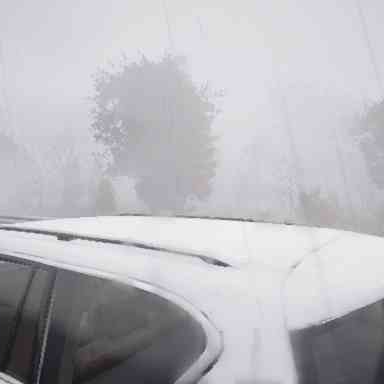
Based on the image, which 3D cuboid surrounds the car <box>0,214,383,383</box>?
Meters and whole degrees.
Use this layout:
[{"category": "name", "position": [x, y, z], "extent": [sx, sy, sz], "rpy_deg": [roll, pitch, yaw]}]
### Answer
[{"category": "car", "position": [-1.078, 1.222, 2.829], "extent": [5.566, 2.045, 2.150], "rpy_deg": [0, 0, 35]}]
